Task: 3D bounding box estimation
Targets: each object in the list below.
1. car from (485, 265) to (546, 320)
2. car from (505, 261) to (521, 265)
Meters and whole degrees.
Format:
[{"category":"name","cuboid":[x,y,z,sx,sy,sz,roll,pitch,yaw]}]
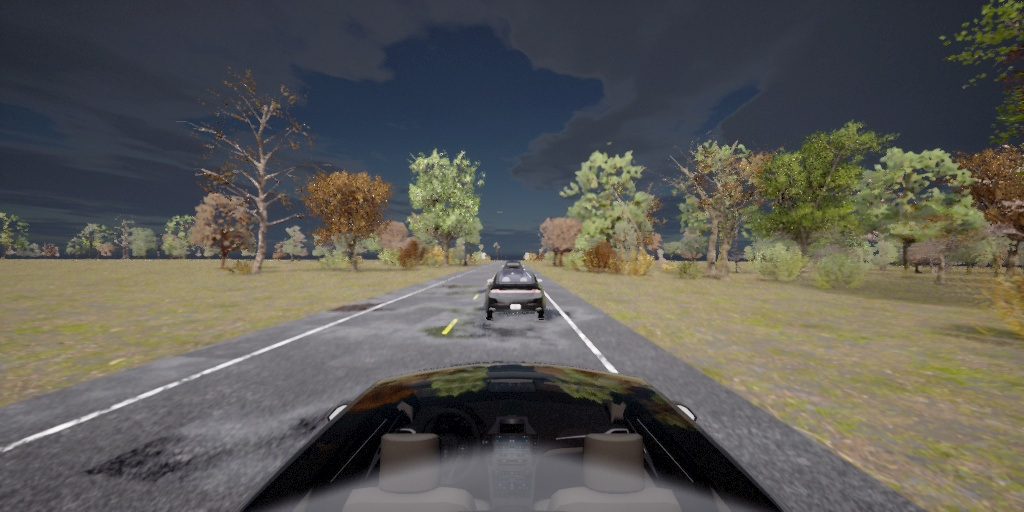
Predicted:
[{"category":"car","cuboid":[0.106,1.234,12.648,2.128,1.511,4.902,0,0,0]},{"category":"car","cuboid":[0.114,1.241,32.898,1.837,1.490,4.892,0,0,0]}]
